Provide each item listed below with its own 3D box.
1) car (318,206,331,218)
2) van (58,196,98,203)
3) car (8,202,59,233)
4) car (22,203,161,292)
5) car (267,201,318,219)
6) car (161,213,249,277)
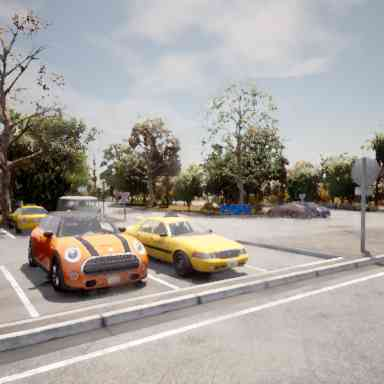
[{"bbox_3d":[12.232,1.779,35.153,2.185,1.767,4.553,2,-1,-35],"label":"car"},{"bbox_3d":[-7.177,1.272,21.098,1.878,1.987,4.442,0,0,-36],"label":"van"},{"bbox_3d":[-9.626,1.478,19.717,1.946,1.575,5.366,0,0,-36],"label":"car"},{"bbox_3d":[-3.023,1.350,9.167,2.185,1.767,4.553,0,0,-36],"label":"car"},{"bbox_3d":[9.677,1.873,33.269,2.002,1.452,4.674,2,-1,-36],"label":"car"},{"bbox_3d":[-0.525,1.489,10.689,1.946,1.575,5.366,0,0,-36],"label":"car"}]
